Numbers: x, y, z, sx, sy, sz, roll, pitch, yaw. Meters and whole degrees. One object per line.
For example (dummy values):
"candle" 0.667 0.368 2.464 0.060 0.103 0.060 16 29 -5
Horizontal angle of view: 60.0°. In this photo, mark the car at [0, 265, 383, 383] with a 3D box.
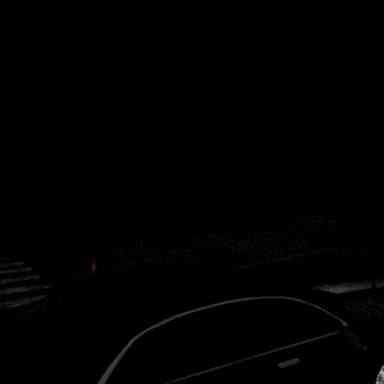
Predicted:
"car" 0.236 1.519 3.245 4.892 1.490 1.837 0 0 -33
